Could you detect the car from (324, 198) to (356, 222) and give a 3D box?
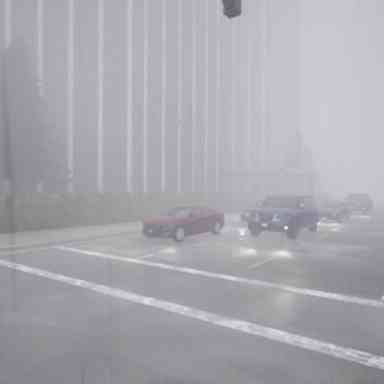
[{"bbox_3d":[10.854,1.459,25.634,2.033,1.411,5.357,1,0,36],"label":"car"}]

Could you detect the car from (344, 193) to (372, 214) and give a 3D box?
[{"bbox_3d":[17.093,1.127,34.299,2.150,2.045,5.566,1,0,36],"label":"car"}]

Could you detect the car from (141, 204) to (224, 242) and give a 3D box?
[{"bbox_3d":[-0.299,1.373,16.079,1.882,1.535,5.008,1,0,36],"label":"car"}]

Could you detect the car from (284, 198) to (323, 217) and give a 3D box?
[{"bbox_3d":[10.562,1.375,31.223,2.128,1.511,4.902,1,0,36],"label":"car"}]

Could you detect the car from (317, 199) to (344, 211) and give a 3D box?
[{"bbox_3d":[16.496,1.478,39.445,1.895,1.301,4.718,1,0,36],"label":"car"}]

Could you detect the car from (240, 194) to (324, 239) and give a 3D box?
[{"bbox_3d":[4.899,1.140,17.322,2.150,2.045,5.566,1,0,36],"label":"car"}]
